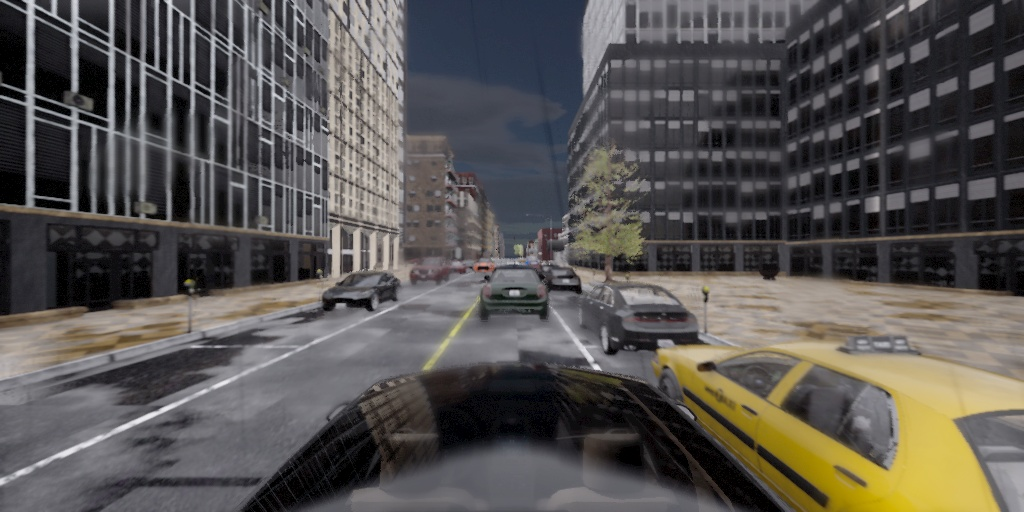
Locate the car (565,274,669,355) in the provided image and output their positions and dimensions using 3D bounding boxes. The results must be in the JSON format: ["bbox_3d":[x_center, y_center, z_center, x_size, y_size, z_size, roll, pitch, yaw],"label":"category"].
[{"bbox_3d":[2.659,1.280,8.409,2.007,1.370,4.403,0,0,0],"label":"car"}]

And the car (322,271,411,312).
[{"bbox_3d":[-5.690,1.278,14.124,1.948,1.339,4.313,0,0,0],"label":"car"}]

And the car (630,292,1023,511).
[{"bbox_3d":[2.663,1.272,2.890,1.751,1.417,4.829,0,0,0],"label":"car"}]

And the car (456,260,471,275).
[{"bbox_3d":[-5.691,1.198,36.881,1.888,1.381,4.507,0,0,0],"label":"car"}]

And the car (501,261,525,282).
[{"bbox_3d":[0.090,1.198,29.013,1.812,1.442,4.674,0,0,0],"label":"car"}]

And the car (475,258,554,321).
[{"bbox_3d":[0.084,1.070,12.452,2.097,1.767,4.553,0,0,0],"label":"car"}]

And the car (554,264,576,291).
[{"bbox_3d":[2.657,1.262,19.787,1.948,1.339,4.313,0,0,0],"label":"car"}]

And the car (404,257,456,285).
[{"bbox_3d":[-5.690,0.996,25.502,2.192,1.841,5.009,0,0,0],"label":"car"}]

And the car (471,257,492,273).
[{"bbox_3d":[-3.091,0.997,40.657,2.097,1.767,4.553,0,0,0],"label":"car"}]
